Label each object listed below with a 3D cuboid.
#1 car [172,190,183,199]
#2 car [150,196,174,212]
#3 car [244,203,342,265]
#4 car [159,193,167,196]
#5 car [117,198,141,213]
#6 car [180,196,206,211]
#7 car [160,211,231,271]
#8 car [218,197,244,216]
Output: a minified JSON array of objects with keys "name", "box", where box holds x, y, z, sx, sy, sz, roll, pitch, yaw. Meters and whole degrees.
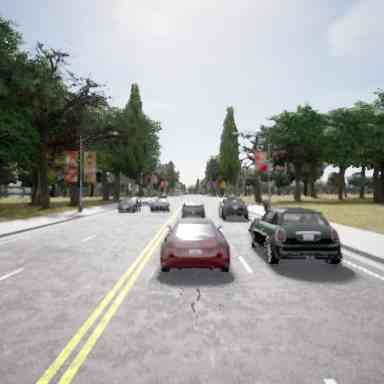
[{"name":"car","box":[-3.236,0.549,76.296,2.150,2.045,5.566,0,0,0]},{"name":"car","box":[-3.336,1.419,35.633,1.994,1.385,4.181,0,0,0]},{"name":"car","box":[3.343,1.307,11.662,2.097,1.767,4.553,0,0,0]},{"name":"car","box":[-6.487,0.960,75.083,1.812,1.442,4.674,0,0,0]},{"name":"car","box":[-6.587,1.349,35.215,2.128,1.511,4.902,0,0,0]},{"name":"car","box":[0.099,1.382,27.851,2.128,1.511,4.902,0,0,0]},{"name":"car","box":[0.090,1.523,10.706,1.994,1.385,4.181,0,0,0]},{"name":"car","box":[3.348,1.243,27.647,2.097,1.767,4.553,0,0,0]}]
